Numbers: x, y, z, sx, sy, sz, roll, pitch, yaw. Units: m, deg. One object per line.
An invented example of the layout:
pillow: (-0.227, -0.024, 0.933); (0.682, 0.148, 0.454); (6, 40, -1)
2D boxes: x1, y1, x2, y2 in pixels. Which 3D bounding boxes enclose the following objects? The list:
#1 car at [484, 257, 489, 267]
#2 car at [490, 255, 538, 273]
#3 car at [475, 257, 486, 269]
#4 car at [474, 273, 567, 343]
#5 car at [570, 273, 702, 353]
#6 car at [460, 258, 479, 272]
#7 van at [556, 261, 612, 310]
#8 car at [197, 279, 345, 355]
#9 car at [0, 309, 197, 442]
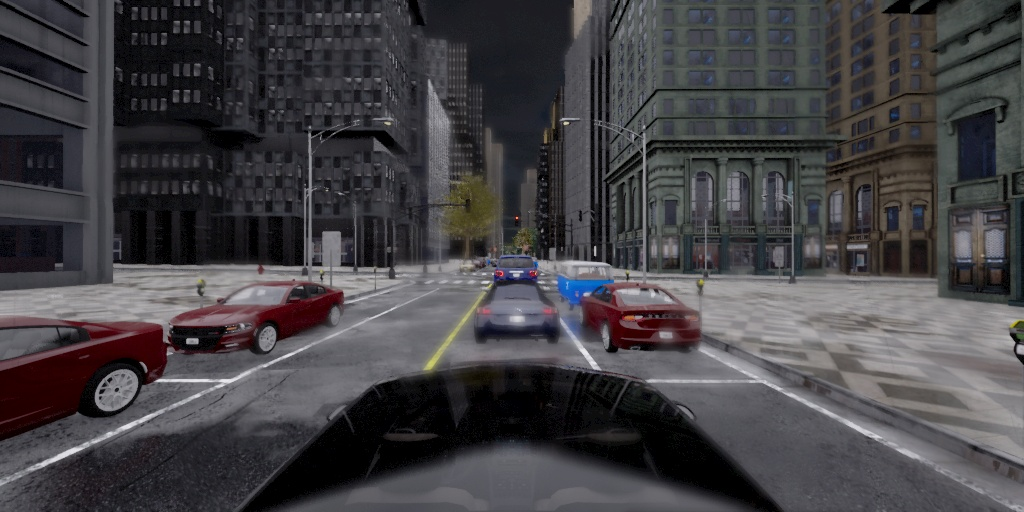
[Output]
car: (-5.697, 1.102, 62.683); (2.192, 1.841, 5.009); (0, 0, 0)
car: (0.139, 0.975, 19.066); (2.150, 2.045, 5.566); (0, 0, -1)
car: (-5.702, 1.326, 57.394); (1.888, 1.381, 4.507); (0, 0, 0)
car: (0.110, 1.315, 9.653); (1.994, 1.385, 4.181); (0, 0, 0)
car: (2.784, 1.296, 8.694); (1.888, 1.381, 4.507); (0, 0, 0)
car: (-5.720, 1.297, 46.644); (1.751, 1.417, 4.829); (0, 0, 0)
van: (2.790, 1.093, 14.219); (1.690, 1.789, 3.998); (0, 0, 0)
car: (-5.772, 1.296, 8.721); (1.888, 1.381, 4.507); (0, 0, 0)
car: (-5.776, 1.295, 3.196); (1.888, 1.381, 4.507); (0, 0, 0)
